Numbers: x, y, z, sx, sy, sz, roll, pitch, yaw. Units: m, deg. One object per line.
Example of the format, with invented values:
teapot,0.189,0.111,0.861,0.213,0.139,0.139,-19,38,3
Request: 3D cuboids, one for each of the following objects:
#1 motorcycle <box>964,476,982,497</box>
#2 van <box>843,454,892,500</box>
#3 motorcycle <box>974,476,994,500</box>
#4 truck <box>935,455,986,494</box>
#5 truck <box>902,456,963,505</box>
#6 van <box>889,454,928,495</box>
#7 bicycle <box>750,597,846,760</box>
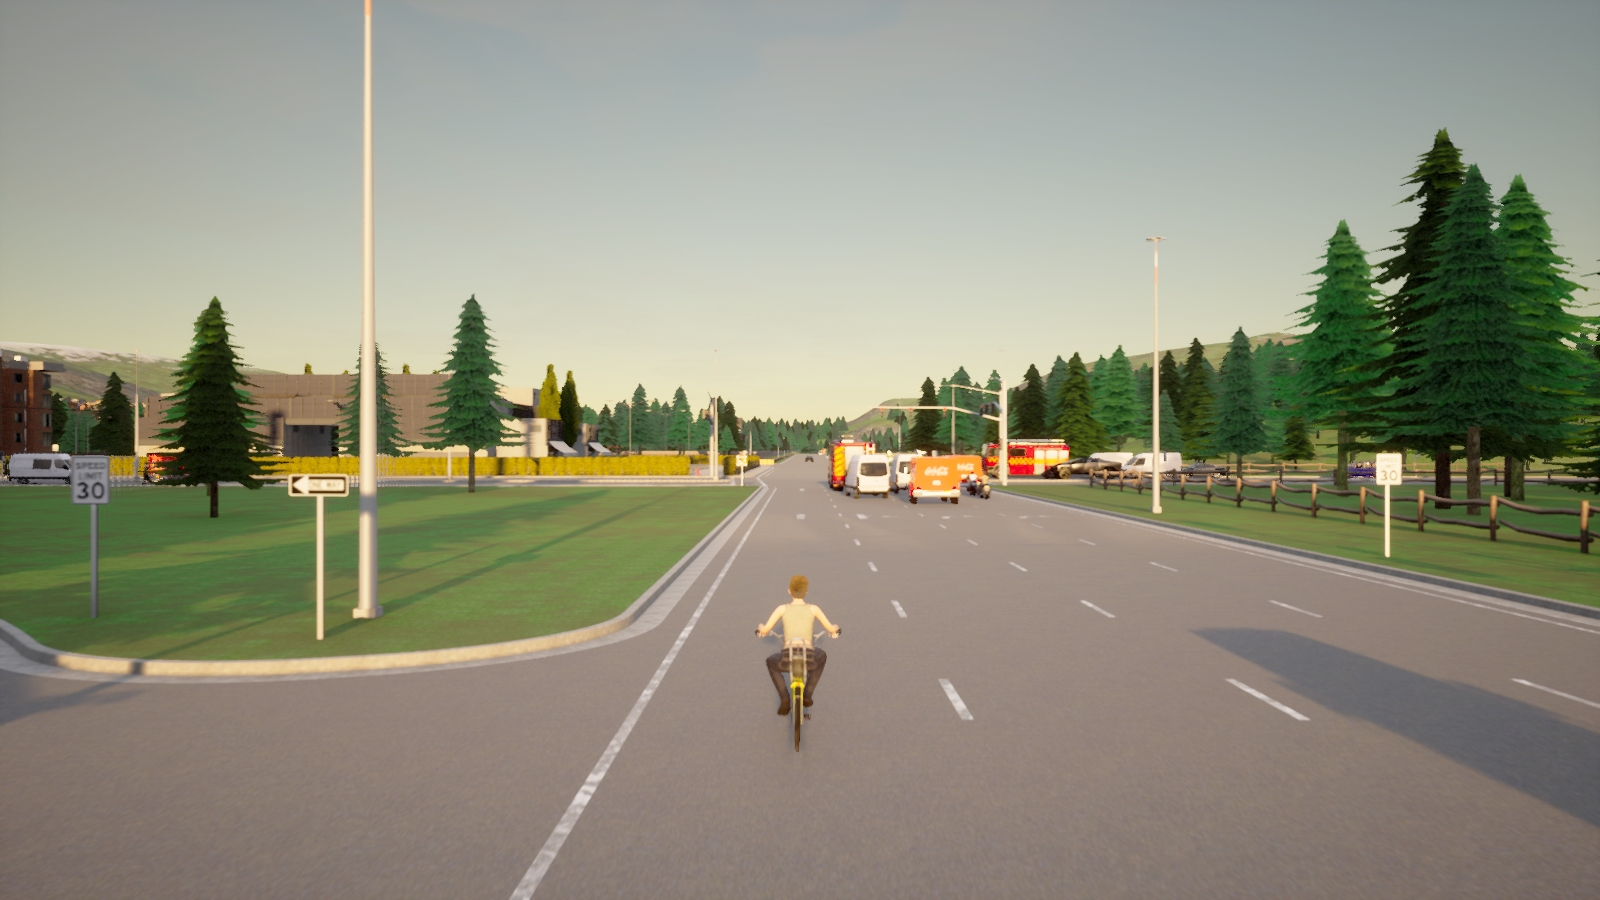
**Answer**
motorcycle,10.495,2.193,69.449,0.803,1.199,2.033,0,0,0
van,3.926,1.541,67.417,1.988,2.561,5.915,0,0,-5
motorcycle,10.498,2.161,65.255,0.764,1.307,2.356,0,0,0
truck,10.482,1.575,75.186,2.627,2.467,5.204,0,0,0
truck,6.995,1.575,60.936,2.627,2.467,5.204,0,0,0
van,6.999,1.541,74.539,1.988,2.561,5.915,0,0,0
bicycle,-0.017,2.159,11.054,0.859,1.276,1.487,0,0,0
